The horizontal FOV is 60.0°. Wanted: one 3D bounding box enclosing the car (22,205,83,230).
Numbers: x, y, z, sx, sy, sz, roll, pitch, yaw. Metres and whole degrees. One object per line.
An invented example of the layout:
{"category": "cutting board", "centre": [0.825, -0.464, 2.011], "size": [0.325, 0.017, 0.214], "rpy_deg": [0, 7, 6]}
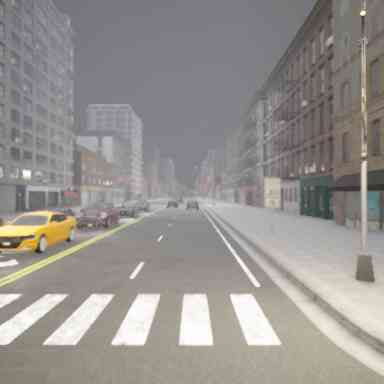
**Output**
{"category": "car", "centre": [-9.815, 1.737, 23.962], "size": [2.033, 1.411, 5.357], "rpy_deg": [0, 0, 1]}

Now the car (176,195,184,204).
{"category": "car", "centre": [-3.257, 1.853, 81.771], "size": [2.150, 2.045, 5.566], "rpy_deg": [0, 0, 0]}

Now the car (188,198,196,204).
{"category": "car", "centre": [-0.007, 2.222, 81.704], "size": [1.895, 1.301, 4.718], "rpy_deg": [0, 0, 0]}

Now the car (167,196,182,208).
{"category": "car", "centre": [-3.180, 1.943, 56.466], "size": [1.837, 1.490, 4.892], "rpy_deg": [0, 0, 0]}

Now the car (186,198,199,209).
{"category": "car", "centre": [0.096, 1.889, 51.332], "size": [2.128, 1.511, 4.902], "rpy_deg": [0, 0, 0]}

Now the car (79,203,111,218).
{"category": "car", "centre": [-9.753, 1.867, 33.989], "size": [1.895, 1.301, 4.718], "rpy_deg": [0, 0, 0]}

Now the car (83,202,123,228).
{"category": "car", "centre": [-6.560, 1.539, 23.605], "size": [2.097, 1.767, 4.553], "rpy_deg": [0, 0, 0]}

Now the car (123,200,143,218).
{"category": "car", "centre": [-6.503, 1.826, 33.396], "size": [1.994, 1.385, 4.181], "rpy_deg": [0, 0, 0]}

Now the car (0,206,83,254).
{"category": "car", "centre": [-6.591, 1.592, 14.341], "size": [1.882, 1.535, 5.008], "rpy_deg": [0, 0, 0]}

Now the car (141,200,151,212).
{"category": "car", "centre": [-6.505, 1.843, 43.479], "size": [1.837, 1.490, 4.892], "rpy_deg": [0, 0, 0]}
